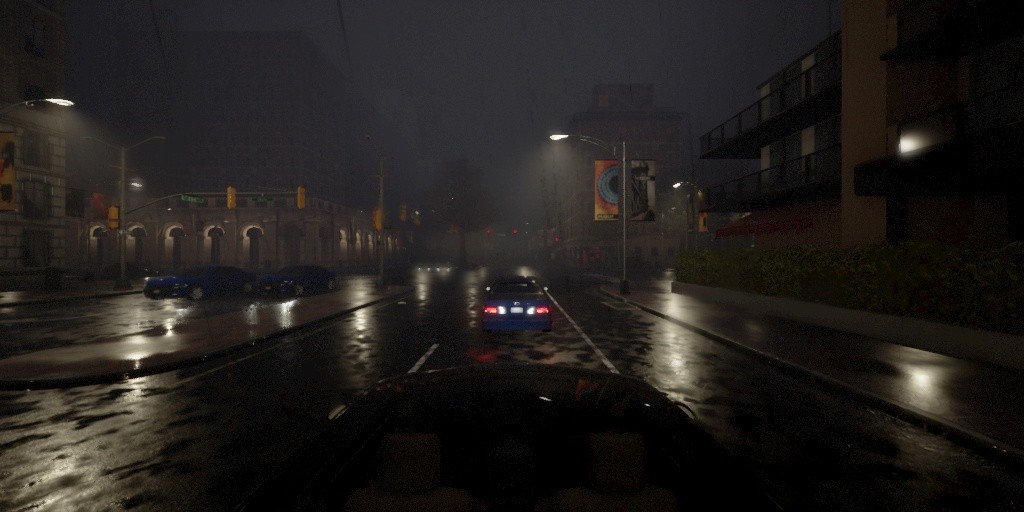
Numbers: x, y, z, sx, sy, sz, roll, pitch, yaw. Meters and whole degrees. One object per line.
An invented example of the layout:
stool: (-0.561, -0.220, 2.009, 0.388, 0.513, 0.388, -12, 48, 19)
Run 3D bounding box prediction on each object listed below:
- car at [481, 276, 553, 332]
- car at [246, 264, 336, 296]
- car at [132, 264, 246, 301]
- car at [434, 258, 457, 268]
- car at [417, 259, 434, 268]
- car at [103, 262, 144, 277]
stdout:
car: (0.146, 1.297, 10.789, 2.033, 1.411, 5.357, 0, 0, 1)
car: (-11.450, 1.226, 19.363, 1.882, 1.535, 5.008, 0, 0, 1)
car: (-14.967, 1.226, 17.609, 1.882, 1.535, 5.008, 0, 0, 1)
car: (-11.052, 1.097, 59.739, 2.097, 1.767, 4.553, 0, 0, 1)
car: (-14.518, 1.222, 61.808, 1.882, 1.535, 5.008, 0, 0, 1)
car: (-36.574, 1.273, 34.620, 4.674, 1.442, 1.812, 0, 0, 0)
